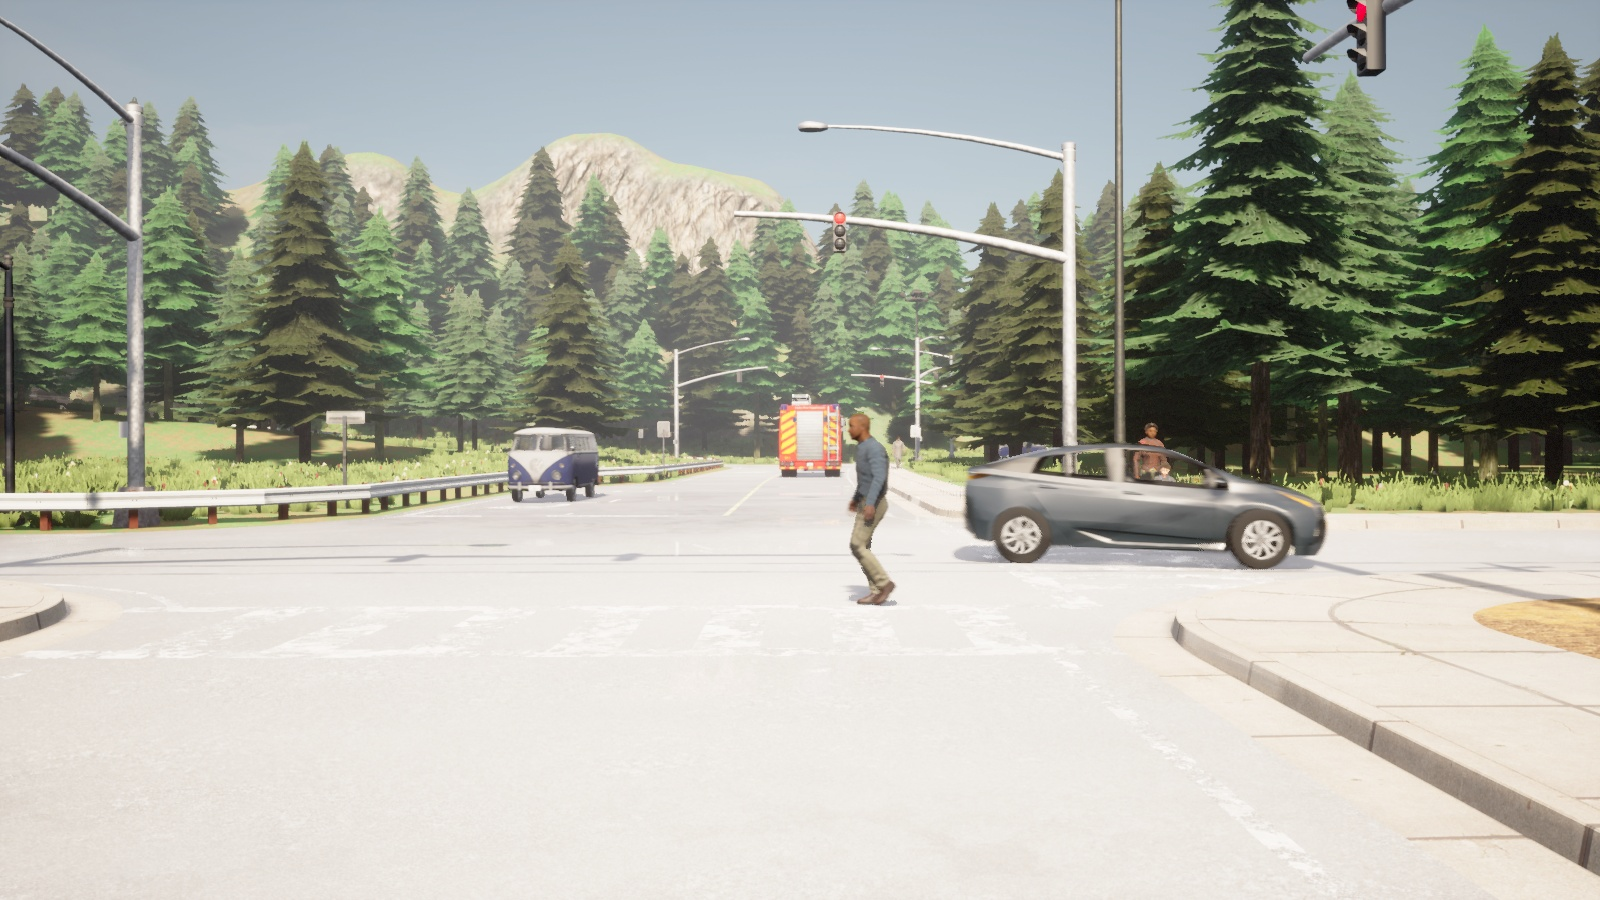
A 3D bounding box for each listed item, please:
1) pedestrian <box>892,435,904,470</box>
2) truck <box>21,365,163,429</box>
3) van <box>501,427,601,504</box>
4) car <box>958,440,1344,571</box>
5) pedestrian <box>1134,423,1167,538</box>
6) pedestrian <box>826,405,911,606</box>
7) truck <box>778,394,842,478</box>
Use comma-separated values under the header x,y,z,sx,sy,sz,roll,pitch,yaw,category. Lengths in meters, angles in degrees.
x,y,z,sx,sy,sz,roll,pitch,yaw,category
5.444,0.122,69.601,0.659,1.952,0.873,0,0,3,pedestrian
-47.989,-3.499,85.264,7.936,3.462,2.891,6,-3,-34,truck
-6.783,0.383,34.618,1.775,1.987,4.442,0,0,2,van
4.432,0.642,16.216,4.514,1.525,2.007,0,0,15,car
5.618,0.478,20.127,0.328,1.805,0.869,0,0,3,pedestrian
0.630,0.505,11.666,0.726,1.835,0.370,0,0,-8,pedestrian
0.581,-0.660,61.508,2.891,3.827,8.468,0,0,2,truck
